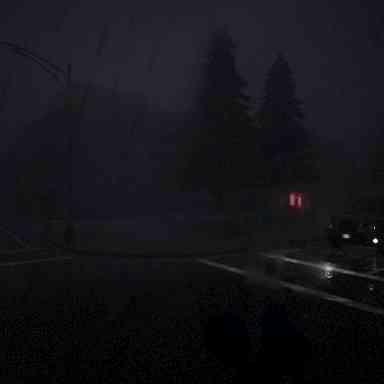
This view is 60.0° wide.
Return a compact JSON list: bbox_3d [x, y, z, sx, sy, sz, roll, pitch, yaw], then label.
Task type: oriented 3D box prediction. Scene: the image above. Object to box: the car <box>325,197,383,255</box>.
[{"bbox_3d":[7.811,1.248,13.684,5.566,2.045,2.150,0,0,-36],"label":"car"}]
